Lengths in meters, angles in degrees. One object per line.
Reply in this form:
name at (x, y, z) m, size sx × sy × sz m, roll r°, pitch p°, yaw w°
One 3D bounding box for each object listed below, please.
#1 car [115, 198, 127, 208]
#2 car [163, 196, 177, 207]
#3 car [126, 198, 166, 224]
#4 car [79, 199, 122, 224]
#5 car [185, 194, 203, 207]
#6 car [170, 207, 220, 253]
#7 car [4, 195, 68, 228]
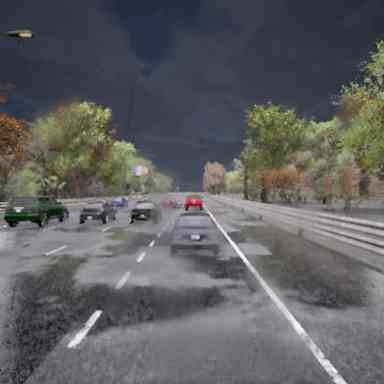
car at (-10.213, 1.535, 46.923) m, size 1.812 × 1.442 × 4.674 m, roll 0°, pitch 0°, yaw 0°
car at (-3.224, 1.362, 45.641) m, size 2.097 × 1.767 × 4.553 m, roll 0°, pitch 0°, yaw 0°
car at (-3.334, 1.482, 25.027) m, size 1.882 × 1.535 × 5.008 m, roll 0°, pitch 0°, yaw 0°
car at (-6.837, 1.507, 24.714) m, size 1.837 × 1.490 × 4.892 m, roll 0°, pitch 0°, yaw 0°
car at (0.264, 1.234, 42.721) m, size 2.150 × 2.045 × 5.566 m, roll 0°, pitch 0°, yaw 0°
car at (0.118, 1.550, 13.577) m, size 2.033 × 1.411 × 5.357 m, roll 0°, pitch 0°, yaw 0°
car at (-10.348, 1.222, 22.521) m, size 2.150 × 2.045 × 5.566 m, roll 0°, pitch 0°, yaw 0°
